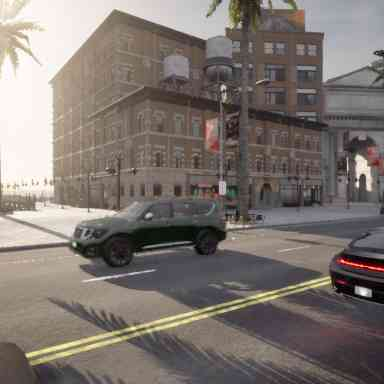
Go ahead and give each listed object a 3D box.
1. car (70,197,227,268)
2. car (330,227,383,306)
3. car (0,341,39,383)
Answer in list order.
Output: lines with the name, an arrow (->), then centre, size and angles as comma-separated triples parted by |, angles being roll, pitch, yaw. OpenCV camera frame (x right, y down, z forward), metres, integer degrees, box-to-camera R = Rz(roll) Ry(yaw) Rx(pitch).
car -> -1.286, 1.220, 11.642 | 5.566, 2.045, 2.150 | 0, 0, -35
car -> 4.984, 1.505, 7.265 | 4.892, 1.490, 1.837 | 0, 0, -36
car -> -3.422, 1.547, 1.294 | 5.357, 1.411, 2.033 | 0, 0, -36
